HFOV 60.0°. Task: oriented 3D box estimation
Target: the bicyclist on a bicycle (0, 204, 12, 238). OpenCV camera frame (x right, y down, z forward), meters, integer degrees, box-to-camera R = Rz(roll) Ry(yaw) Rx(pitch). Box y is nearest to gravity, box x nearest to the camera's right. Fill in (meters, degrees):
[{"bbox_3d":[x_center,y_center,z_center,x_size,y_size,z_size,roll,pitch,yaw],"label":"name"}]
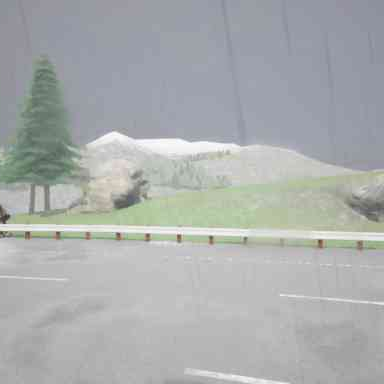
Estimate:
[{"bbox_3d":[-9.211,1.437,16.086,0.582,1.620,1.656,0,-5,5],"label":"bicyclist on a bicycle"}]
